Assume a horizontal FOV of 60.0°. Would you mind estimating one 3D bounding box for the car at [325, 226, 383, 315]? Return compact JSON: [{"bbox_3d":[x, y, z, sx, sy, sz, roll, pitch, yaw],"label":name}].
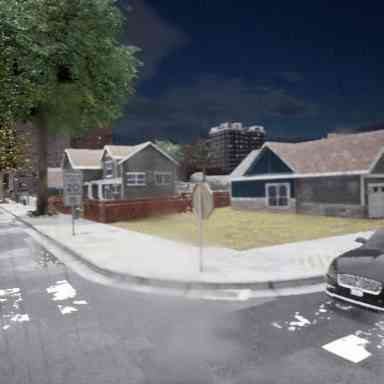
[{"bbox_3d":[4.728,1.328,6.690,4.892,1.490,1.837,-2,1,-32],"label":"car"}]
